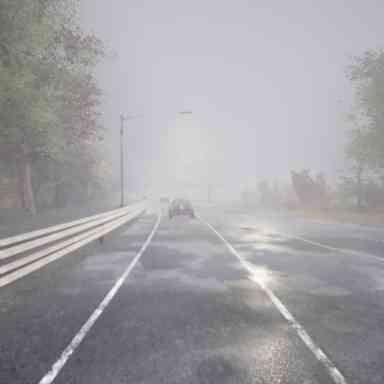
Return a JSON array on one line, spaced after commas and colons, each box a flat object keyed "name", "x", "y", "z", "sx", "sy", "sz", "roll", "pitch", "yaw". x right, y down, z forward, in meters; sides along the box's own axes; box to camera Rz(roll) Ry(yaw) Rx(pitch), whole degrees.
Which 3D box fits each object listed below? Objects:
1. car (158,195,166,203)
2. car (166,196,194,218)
[{"name": "car", "x": -5.570, "y": 1.391, "z": 65.237, "sx": 1.882, "sy": 1.535, "sz": 5.008, "roll": 0, "pitch": 0, "yaw": -11}, {"name": "car", "x": -1.038, "y": 1.353, "z": 29.885, "sx": 2.097, "sy": 1.767, "sz": 4.553, "roll": 0, "pitch": 0, "yaw": -5}]
